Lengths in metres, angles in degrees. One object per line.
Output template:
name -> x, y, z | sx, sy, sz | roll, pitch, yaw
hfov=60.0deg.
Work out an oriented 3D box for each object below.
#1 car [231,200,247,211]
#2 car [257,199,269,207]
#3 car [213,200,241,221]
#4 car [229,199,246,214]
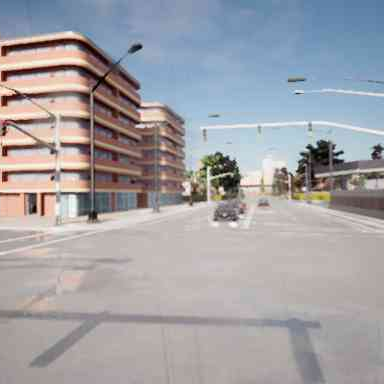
car -> 6.649, 1.864, 46.975 | 1.895, 1.301, 4.718 | -1, 0, 12
car -> 12.136, 1.815, 56.467 | 2.033, 1.411, 5.357 | -1, 0, 11
car -> 3.022, 1.687, 29.076 | 1.837, 1.490, 4.892 | -1, 0, 11
car -> 4.828, 1.575, 38.056 | 2.097, 1.767, 4.553 | -1, 0, 11
